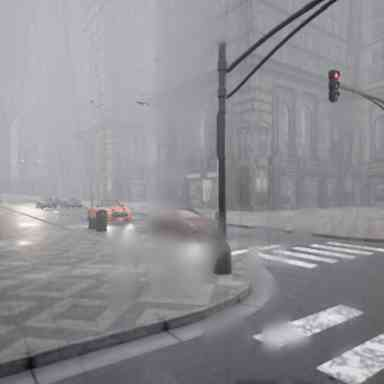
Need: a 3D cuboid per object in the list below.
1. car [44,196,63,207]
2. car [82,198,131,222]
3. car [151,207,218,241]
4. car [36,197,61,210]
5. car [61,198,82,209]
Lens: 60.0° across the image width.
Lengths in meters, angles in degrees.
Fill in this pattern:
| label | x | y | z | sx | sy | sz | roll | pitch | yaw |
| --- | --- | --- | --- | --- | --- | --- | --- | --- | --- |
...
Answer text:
| label | x | y | z | sx | sy | sz | roll | pitch | yaw |
| --- | --- | --- | --- | --- | --- | --- | --- | --- | --- |
| car | -21.829 | 1.446 | 52.225 | 1.812 | 1.442 | 4.674 | 0 | 0 | -35 |
| car | -6.328 | 1.343 | 25.146 | 2.097 | 1.767 | 4.553 | 0 | 0 | -35 |
| car | -0.500 | 1.517 | 16.981 | 1.812 | 1.442 | 4.674 | 0 | 0 | -34 |
| car | -18.570 | 1.455 | 42.426 | 1.837 | 1.490 | 4.892 | 0 | 0 | -35 |
| car | -16.188 | 1.489 | 44.411 | 2.033 | 1.411 | 5.357 | 0 | 0 | -35 |
